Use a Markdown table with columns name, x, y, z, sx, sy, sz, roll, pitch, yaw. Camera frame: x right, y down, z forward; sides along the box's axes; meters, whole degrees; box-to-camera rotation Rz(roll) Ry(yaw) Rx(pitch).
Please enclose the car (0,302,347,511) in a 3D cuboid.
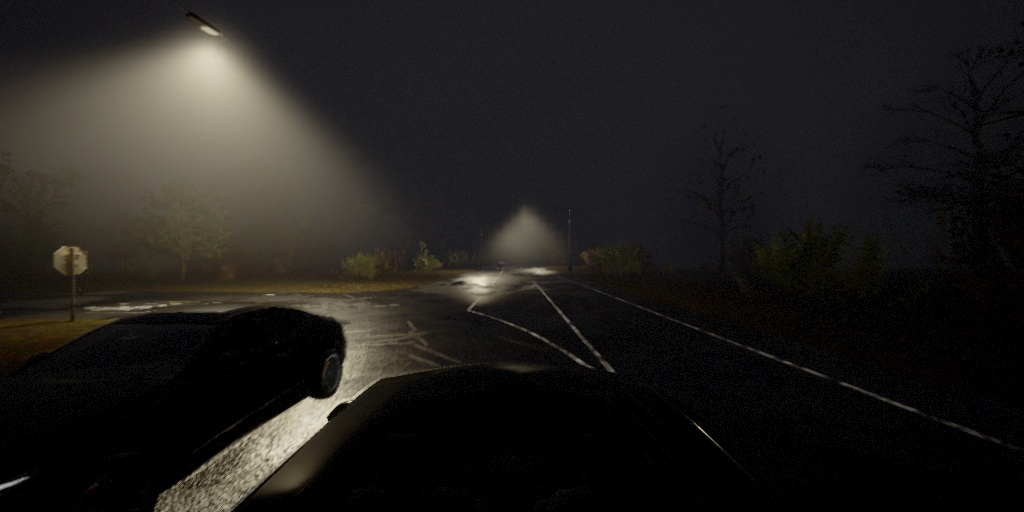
| name | x | y | z | sx | sy | sz | roll | pitch | yaw |
| --- | --- | --- | --- | --- | --- | --- | --- | --- | --- |
| car | -3.495 | 1.301 | 3.873 | 1.812 | 1.442 | 4.674 | 0 | -1 | 0 |
